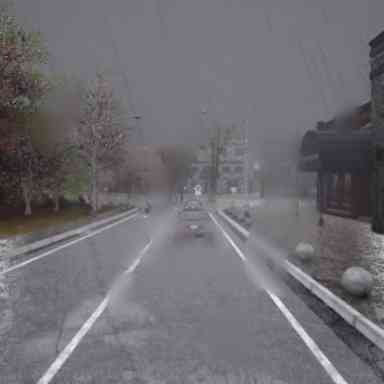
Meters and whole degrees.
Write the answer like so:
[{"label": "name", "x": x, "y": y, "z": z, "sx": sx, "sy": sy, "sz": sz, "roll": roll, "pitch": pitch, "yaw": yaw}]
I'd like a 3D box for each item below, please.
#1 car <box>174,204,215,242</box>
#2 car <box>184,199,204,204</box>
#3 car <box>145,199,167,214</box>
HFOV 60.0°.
[{"label": "car", "x": 0.100, "y": 1.519, "z": 16.150, "sx": 2.033, "sy": 1.411, "sz": 5.357, "roll": 0, "pitch": 0, "yaw": 0}, {"label": "car", "x": 0.199, "y": 1.415, "z": 32.568, "sx": 2.033, "sy": 1.411, "sz": 5.357, "roll": 0, "pitch": 1, "yaw": 2}, {"label": "car", "x": -3.503, "y": 1.388, "z": 33.100, "sx": 1.812, "sy": 1.442, "sz": 4.674, "roll": 0, "pitch": 0, "yaw": 0}]
